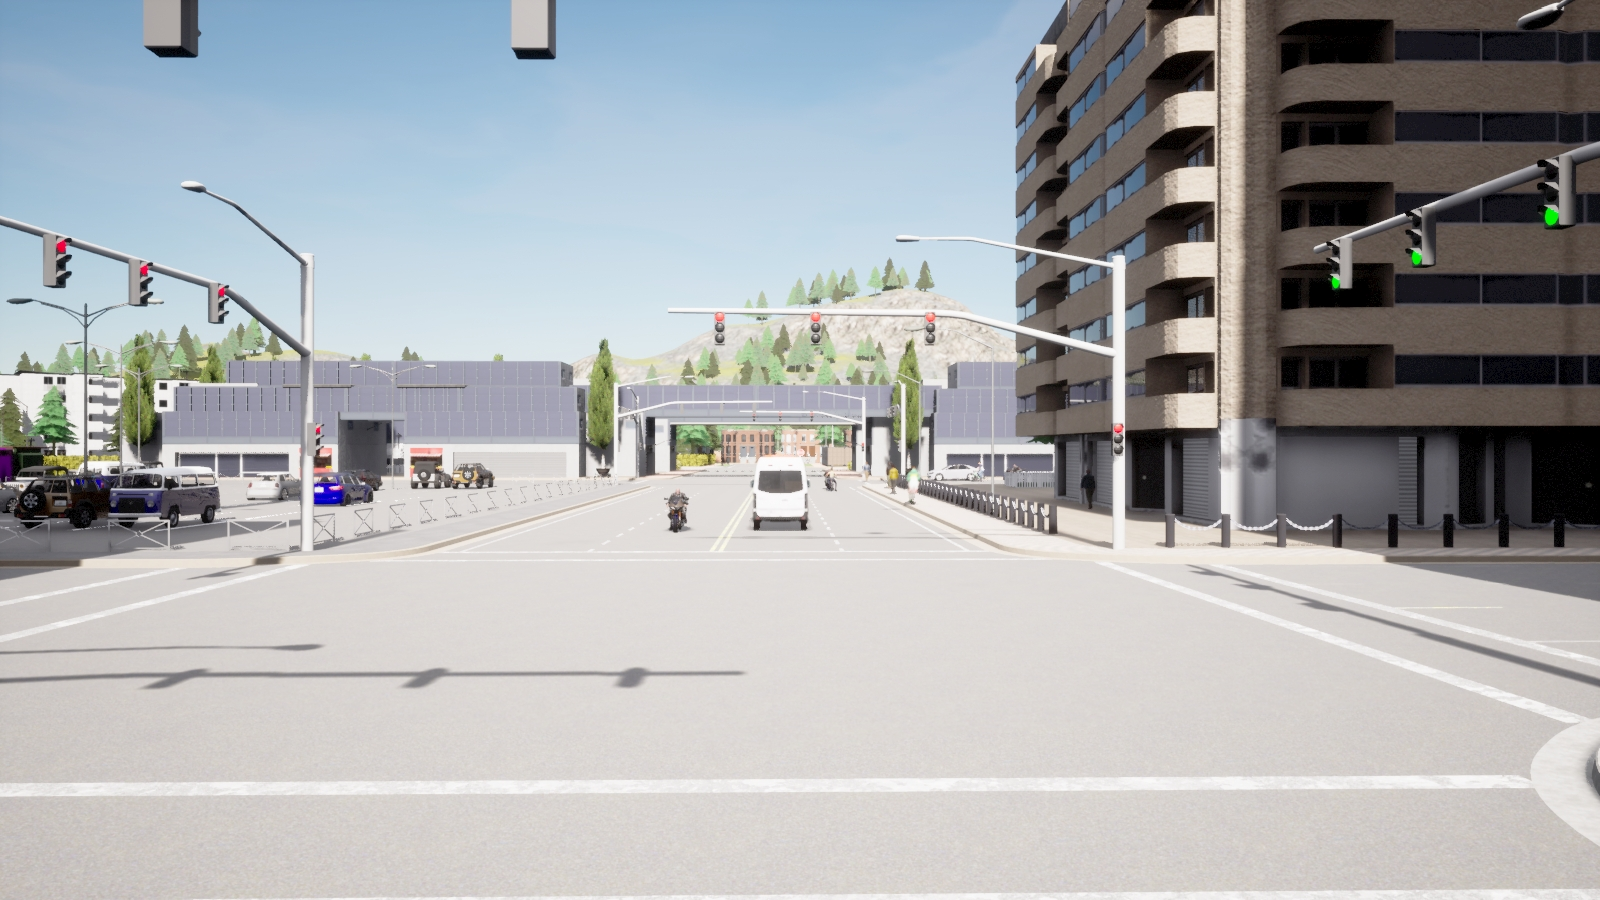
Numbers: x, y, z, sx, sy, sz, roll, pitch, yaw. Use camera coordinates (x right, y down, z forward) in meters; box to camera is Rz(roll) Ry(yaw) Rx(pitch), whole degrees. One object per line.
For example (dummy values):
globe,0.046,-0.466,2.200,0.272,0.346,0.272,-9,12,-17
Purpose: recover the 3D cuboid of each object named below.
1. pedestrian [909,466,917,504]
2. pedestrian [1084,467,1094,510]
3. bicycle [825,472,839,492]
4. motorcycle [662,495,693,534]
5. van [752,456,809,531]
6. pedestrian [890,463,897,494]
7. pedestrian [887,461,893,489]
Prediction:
pedestrian,5.485,1.695,55.487,0.375,1.860,0.375,0,0,0
pedestrian,12.555,1.658,49.565,0.375,1.860,0.375,0,0,6
bicycle,2.134,2.158,77.288,0.859,1.276,1.487,0,0,-1
motorcycle,-4.213,2.205,39.441,0.867,1.251,2.209,0,0,-1
van,-0.735,1.534,42.695,1.988,2.561,5.915,0,0,-1
pedestrian,5.556,1.695,68.205,0.375,1.860,0.375,0,0,-2
pedestrian,6.096,1.697,77.356,0.375,1.860,0.375,0,0,-1
